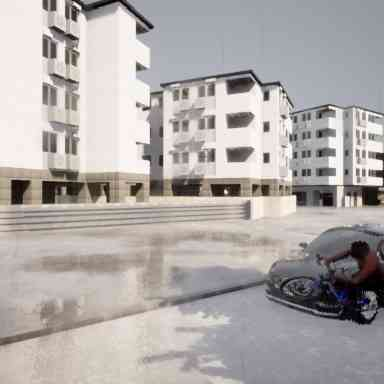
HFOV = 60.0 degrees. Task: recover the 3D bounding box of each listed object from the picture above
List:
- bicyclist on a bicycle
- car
[{"bbox_3d":[2.230,1.253,4.778,1.656,1.620,0.582,11,45,1],"label":"bicyclist on a bicycle"},{"bbox_3d":[3.677,1.504,7.195,4.892,1.490,1.837,-1,0,-35],"label":"car"}]
